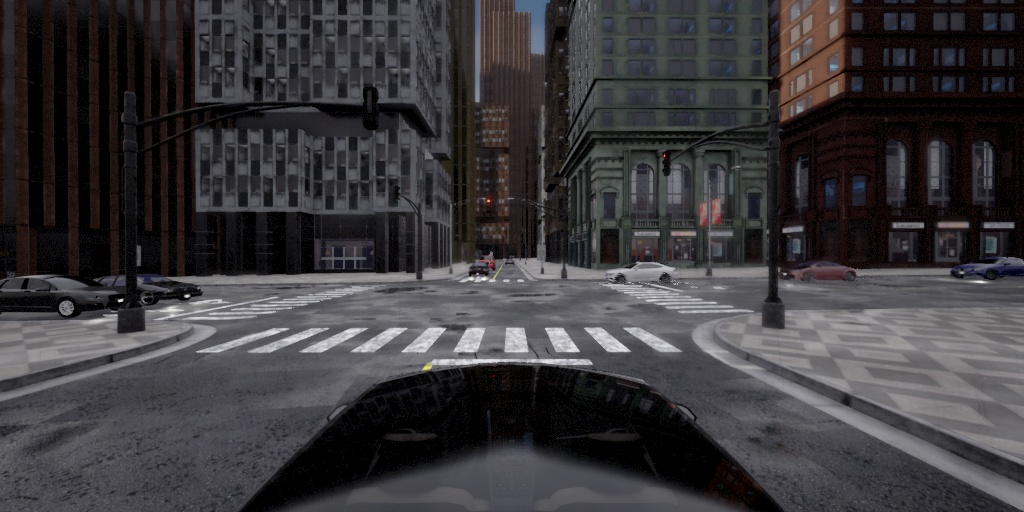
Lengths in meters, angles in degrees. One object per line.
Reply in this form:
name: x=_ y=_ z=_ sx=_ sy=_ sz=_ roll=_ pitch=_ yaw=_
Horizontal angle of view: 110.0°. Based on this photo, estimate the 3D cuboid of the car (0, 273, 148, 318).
car: x=-17.420 y=1.492 z=13.717 sx=4.892 sy=1.490 sz=1.837 roll=-1 pitch=0 yaw=0

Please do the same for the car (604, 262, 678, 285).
car: x=8.544 y=1.113 z=23.821 sx=4.674 sy=1.442 sz=1.812 roll=-1 pitch=0 yaw=1

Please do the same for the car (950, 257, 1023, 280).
car: x=32.154 y=0.811 z=23.799 sx=4.674 sy=1.442 sz=1.812 roll=-1 pitch=0 yaw=-1

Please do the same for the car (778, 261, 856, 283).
car: x=20.103 y=1.002 z=23.775 sx=4.181 sy=1.385 sz=1.994 roll=-1 pitch=0 yaw=0

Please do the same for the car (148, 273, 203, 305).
car: x=-17.863 y=1.523 z=17.023 sx=5.357 sy=1.411 sz=2.033 roll=-1 pitch=0 yaw=5

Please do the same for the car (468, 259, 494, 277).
car: x=-3.236 y=1.276 z=36.193 sx=2.033 sy=1.411 sz=5.357 roll=0 pitch=0 yaw=0

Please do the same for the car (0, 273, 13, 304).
car: x=-27.350 y=1.609 z=16.942 sx=4.892 sy=1.490 sz=1.837 roll=-1 pitch=0 yaw=0

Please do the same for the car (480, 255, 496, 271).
car: x=-3.337 y=0.931 z=48.229 sx=2.150 sy=2.045 sz=5.566 roll=0 pitch=0 yaw=0
